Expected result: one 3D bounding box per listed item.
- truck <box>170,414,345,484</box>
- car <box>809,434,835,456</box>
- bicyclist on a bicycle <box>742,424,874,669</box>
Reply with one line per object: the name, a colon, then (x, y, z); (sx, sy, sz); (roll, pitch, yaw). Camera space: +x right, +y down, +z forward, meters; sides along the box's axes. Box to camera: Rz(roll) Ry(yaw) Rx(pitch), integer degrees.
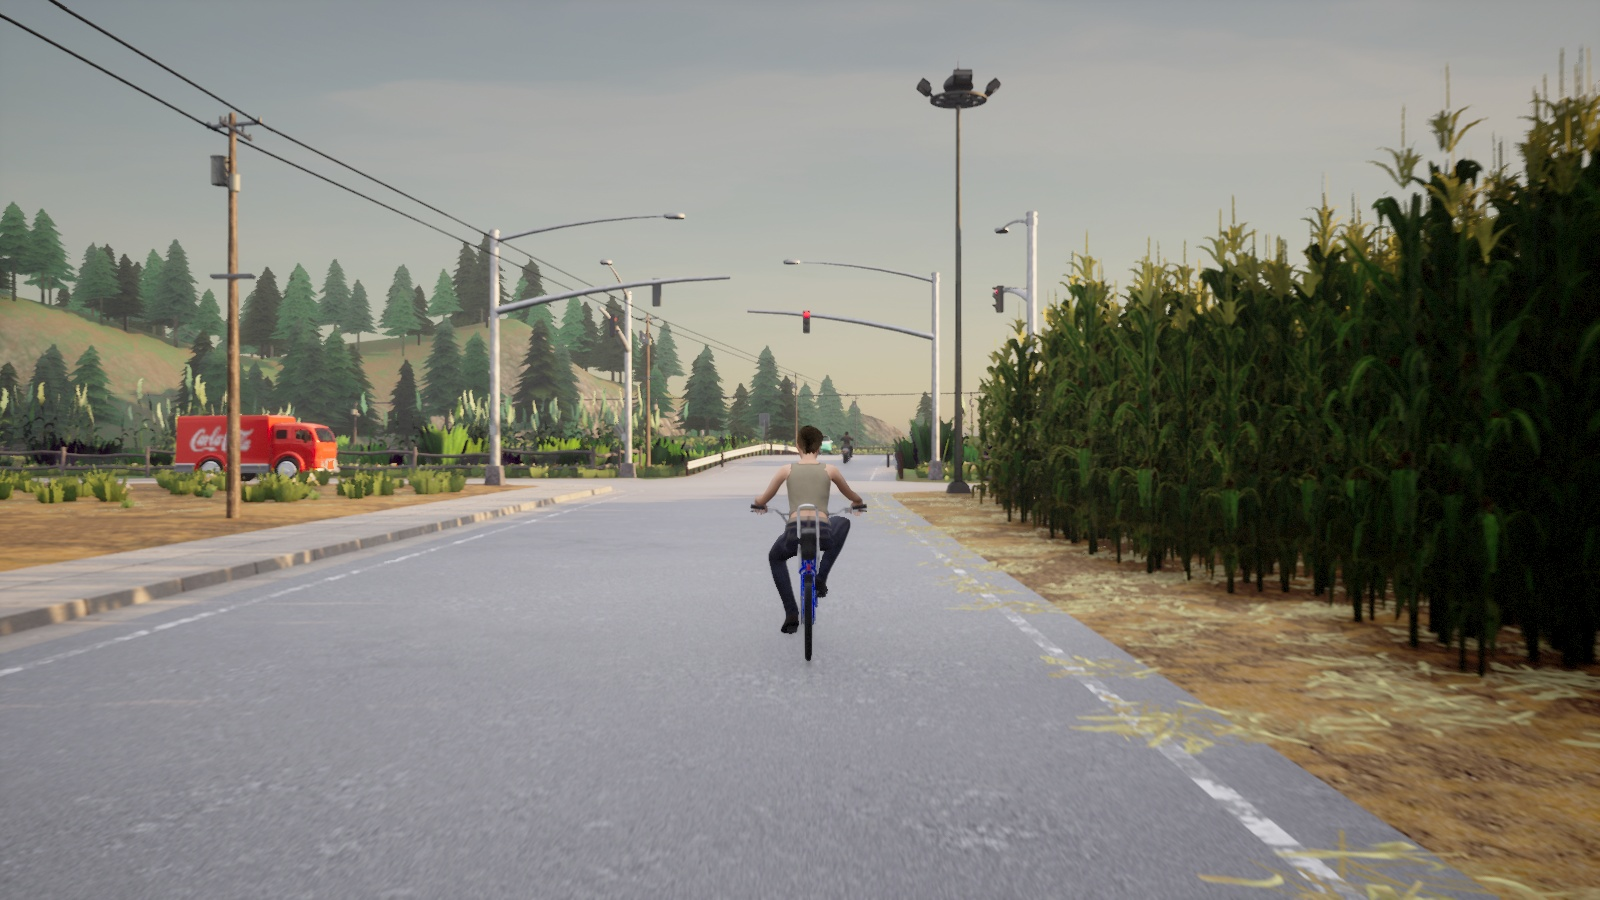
truck: (-19.543, -0.053, 45.443); (5.204, 2.467, 2.627); (0, 0, 3)
car: (1.496, -0.312, 83.741); (1.481, 1.376, 2.207); (0, -1, 8)
bicyclist on a bicycle: (0.062, 0.631, 9.017); (0.866, 1.612, 1.509); (0, 0, 1)
